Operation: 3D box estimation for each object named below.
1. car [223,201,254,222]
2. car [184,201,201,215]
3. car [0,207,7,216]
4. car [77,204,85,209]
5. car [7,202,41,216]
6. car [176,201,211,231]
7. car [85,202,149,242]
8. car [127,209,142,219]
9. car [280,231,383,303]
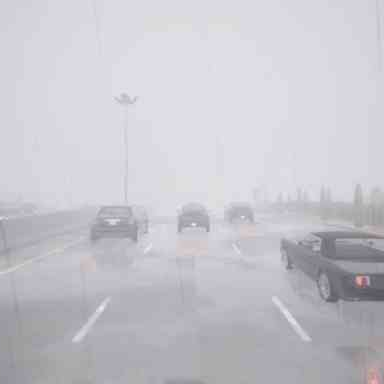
[{"bbox_3d":[3.599,1.513,26.010,1.837,1.490,4.892,0,0,0],"label":"car"},{"bbox_3d":[0.098,1.857,38.604,1.837,1.490,4.892,0,-3,0],"label":"car"},{"bbox_3d":[-10.598,1.550,14.290,2.033,1.411,5.357,0,0,0],"label":"car"},{"bbox_3d":[-14.047,2.290,45.126,2.128,1.511,4.902,0,-5,0],"label":"car"},{"bbox_3d":[-17.564,1.715,34.419,2.033,1.411,5.357,0,-2,0],"label":"car"},{"bbox_3d":[0.099,1.509,20.405,1.837,1.490,4.892,0,0,0],"label":"car"},{"bbox_3d":[-3.400,1.355,16.394,2.097,1.767,4.553,0,0,0],"label":"car"},{"bbox_3d":[-10.502,4.020,60.749,1.882,1.535,5.008,0,-7,0],"label":"car"},{"bbox_3d":[3.599,1.603,8.132,1.895,1.301,4.718,0,0,0],"label":"car"}]
